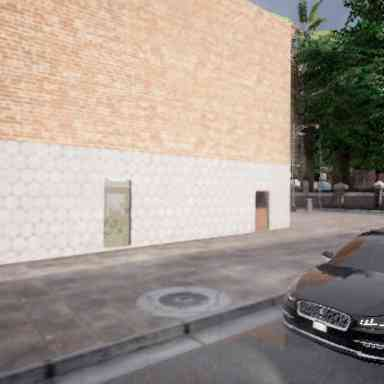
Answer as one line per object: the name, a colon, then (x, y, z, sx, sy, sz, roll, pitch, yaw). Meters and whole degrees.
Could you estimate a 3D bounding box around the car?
car: (3.598, 1.420, 5.637, 4.892, 1.490, 1.837, -1, 1, -35)
